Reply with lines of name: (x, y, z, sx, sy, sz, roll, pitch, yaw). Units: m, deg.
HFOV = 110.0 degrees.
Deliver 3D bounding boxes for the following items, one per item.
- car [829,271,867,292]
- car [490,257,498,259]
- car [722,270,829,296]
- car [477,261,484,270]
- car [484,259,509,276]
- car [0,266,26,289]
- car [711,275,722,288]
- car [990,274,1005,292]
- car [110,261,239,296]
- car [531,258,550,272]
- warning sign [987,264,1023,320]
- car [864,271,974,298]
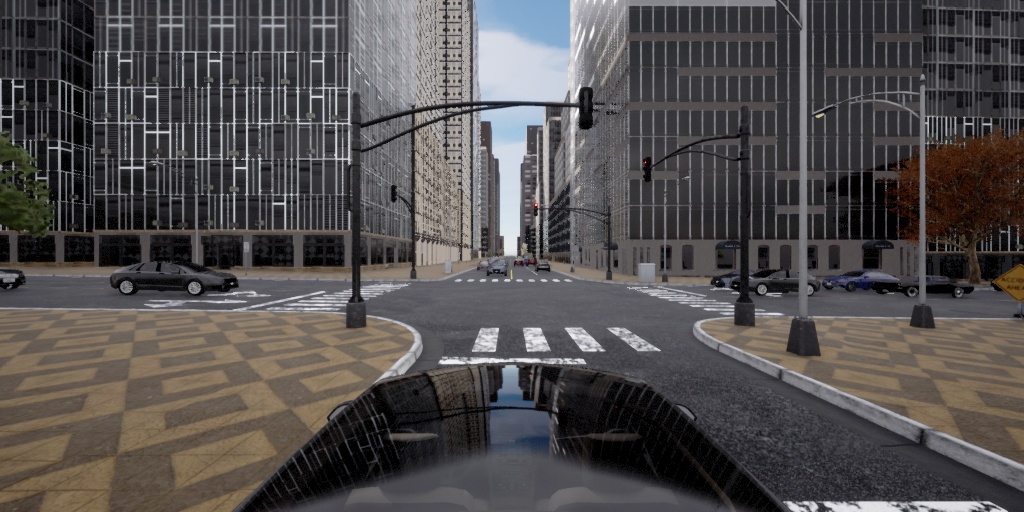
car: (24.556, 1.741, 25.245, 4.674, 1.442, 1.812, 1, 0, -3)
car: (-1.560, 1.268, 45.880, 1.837, 1.490, 4.892, 0, 0, 0)
car: (15.785, 1.564, 21.590, 4.892, 1.490, 1.837, 1, 0, -4)
car: (-4.059, 1.342, 51.470, 1.802, 1.307, 4.207, 0, 0, 0)
car: (-1.520, 1.331, 37.006, 1.994, 1.385, 4.181, 0, 0, 0)
car: (-25.298, 0.802, 16.197, 4.902, 1.511, 2.128, 1, 0, -3)
car: (16.155, 1.629, 24.851, 4.181, 1.385, 1.994, 1, 0, -3)
car: (38.239, 1.681, 25.876, 5.566, 2.045, 2.150, 1, 0, -2)
car: (-15.516, 0.994, 16.653, 4.892, 1.490, 1.837, 1, 0, -3)
car: (3.898, 1.329, 45.983, 1.948, 1.339, 4.313, 0, 0, 0)
warning sign: (17.268, 1.204, 12.189, 1.060, 1.860, 1.300, 0, 0, -3)
car: (25.028, 1.826, 22.017, 4.718, 1.301, 1.895, 1, 0, -3)
